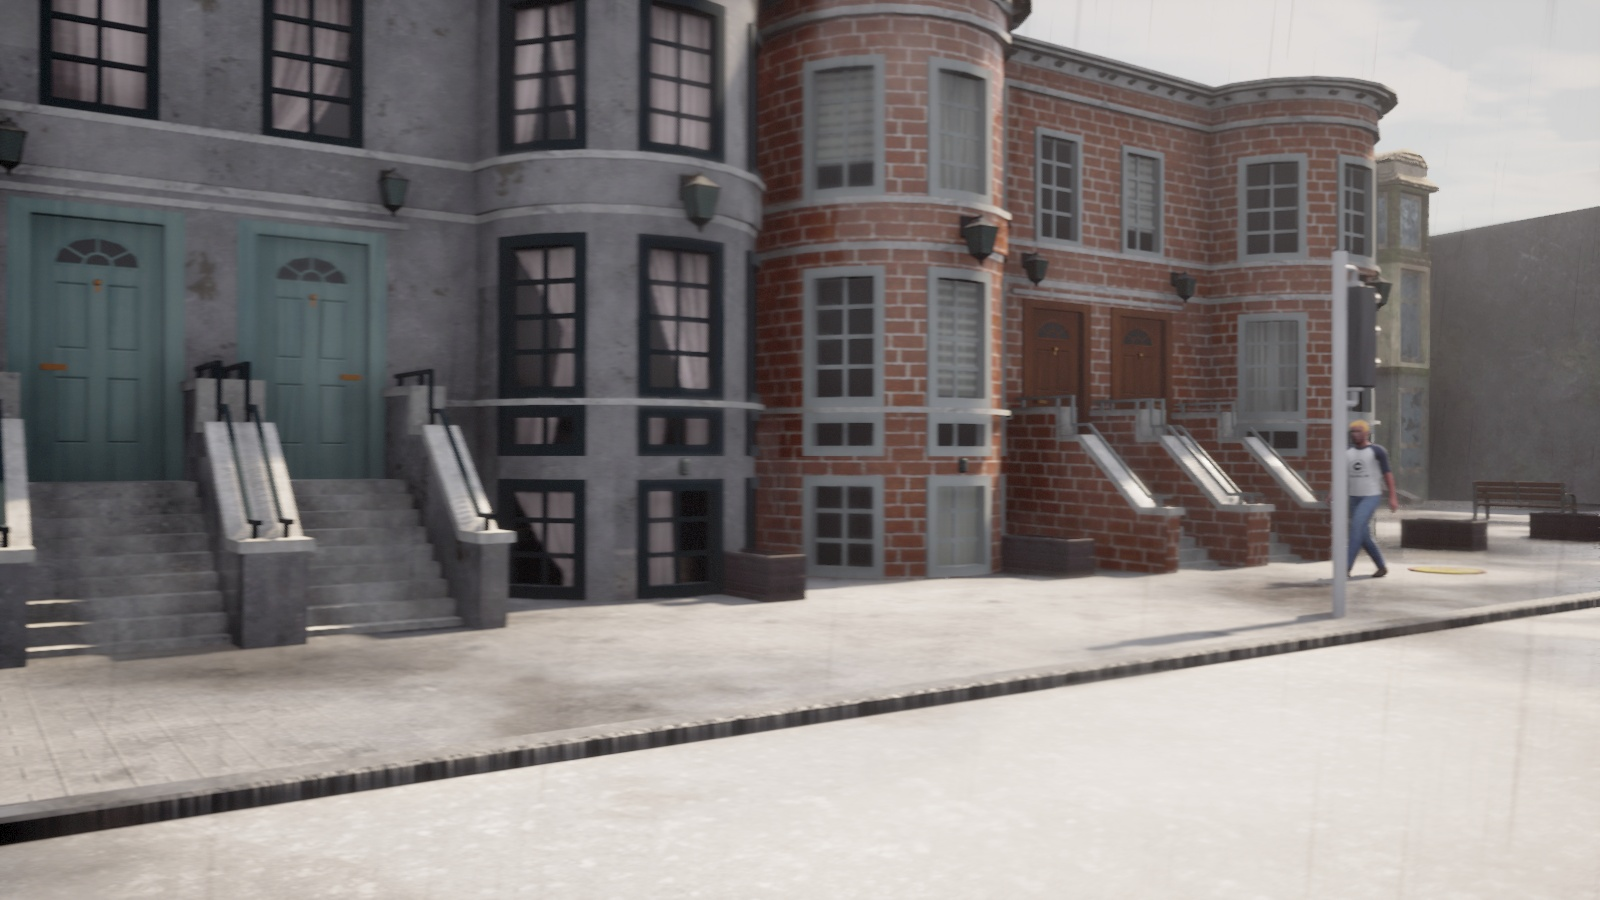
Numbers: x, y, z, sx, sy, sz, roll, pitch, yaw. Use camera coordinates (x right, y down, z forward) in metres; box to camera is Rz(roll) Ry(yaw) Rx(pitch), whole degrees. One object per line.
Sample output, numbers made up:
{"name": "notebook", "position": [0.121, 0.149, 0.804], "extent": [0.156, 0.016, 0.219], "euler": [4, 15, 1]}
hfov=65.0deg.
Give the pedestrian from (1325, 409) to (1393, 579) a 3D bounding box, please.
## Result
{"name": "pedestrian", "position": [6.187, 0.470, 13.902], "extent": [0.706, 1.836, 0.354], "euler": [0, 0, -33]}
